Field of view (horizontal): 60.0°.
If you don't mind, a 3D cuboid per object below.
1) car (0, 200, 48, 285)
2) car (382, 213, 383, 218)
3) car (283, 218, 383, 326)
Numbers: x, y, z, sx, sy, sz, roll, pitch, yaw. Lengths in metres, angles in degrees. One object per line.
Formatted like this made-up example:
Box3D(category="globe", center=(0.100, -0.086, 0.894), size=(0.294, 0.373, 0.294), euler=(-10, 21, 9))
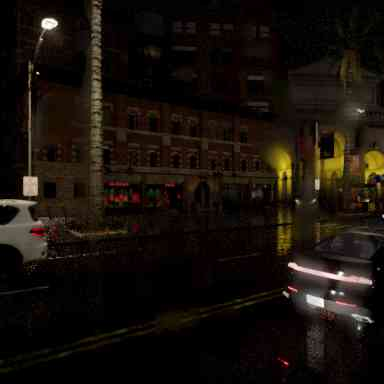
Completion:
Box3D(category="car", center=(-6.481, 1.221, 7.966), size=(5.566, 2.045, 2.150), euler=(0, 0, -36))
Box3D(category="car", center=(15.678, 1.547, 23.861), size=(5.357, 1.411, 2.033), euler=(0, 0, -36))
Box3D(category="car", center=(3.911, 1.492, 6.610), size=(4.902, 1.511, 2.128), euler=(0, 0, -35))
